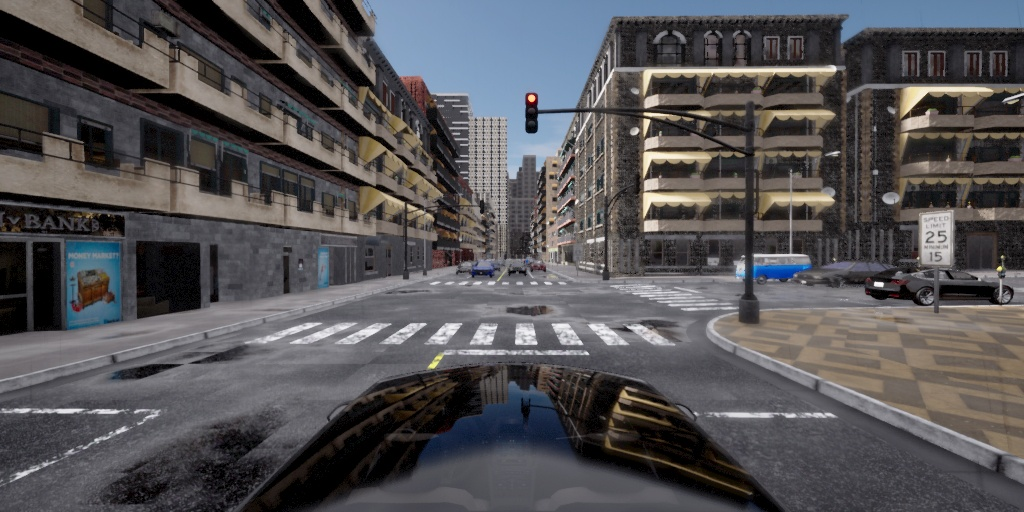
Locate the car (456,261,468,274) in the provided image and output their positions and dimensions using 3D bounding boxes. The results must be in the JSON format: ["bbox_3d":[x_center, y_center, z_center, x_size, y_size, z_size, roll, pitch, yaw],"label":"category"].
[{"bbox_3d":[-5.187,1.305,40.085,2.007,1.370,4.403,0,0,1],"label":"car"}]

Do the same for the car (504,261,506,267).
[{"bbox_3d":[-2.203,1.263,64.862,2.128,1.511,4.902,0,0,1],"label":"car"}]

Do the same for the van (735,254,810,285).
[{"bbox_3d":[15.919,0.782,21.920,3.998,1.789,1.690,0,0,0],"label":"van"}]

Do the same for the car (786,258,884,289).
[{"bbox_3d":[18.386,0.971,19.327,5.357,1.411,2.033,-1,0,0],"label":"car"}]

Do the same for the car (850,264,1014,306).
[{"bbox_3d":[15.926,1.077,13.539,4.313,1.339,1.948,0,0,0],"label":"car"}]

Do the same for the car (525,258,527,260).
[{"bbox_3d":[3.486,1.319,62.077,2.007,1.370,4.403,0,0,1],"label":"car"}]

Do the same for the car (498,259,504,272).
[{"bbox_3d":[-2.509,1.322,46.043,1.994,1.385,4.181,0,0,1],"label":"car"}]

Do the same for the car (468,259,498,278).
[{"bbox_3d":[-2.676,1.230,34.113,1.882,1.535,5.008,0,0,1],"label":"car"}]

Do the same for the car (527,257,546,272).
[{"bbox_3d":[3.265,1.198,45.496,1.967,1.591,4.097,0,0,1],"label":"car"}]

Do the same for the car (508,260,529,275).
[{"bbox_3d":[0.580,1.355,38.135,1.895,1.301,4.718,0,0,1],"label":"car"}]
